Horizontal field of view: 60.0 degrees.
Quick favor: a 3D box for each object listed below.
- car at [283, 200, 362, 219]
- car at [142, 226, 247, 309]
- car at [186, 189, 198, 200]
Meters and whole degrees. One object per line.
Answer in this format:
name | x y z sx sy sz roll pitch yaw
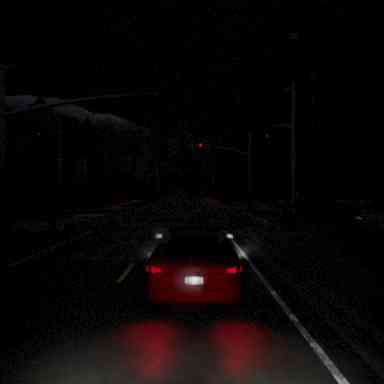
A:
car | 9.695 1.277 24.979 5.357 1.411 2.033 0 1 3
car | 0.060 1.474 7.758 1.994 1.385 4.181 0 1 1
car | -0.009 0.449 67.368 2.150 2.045 5.566 0 1 0
